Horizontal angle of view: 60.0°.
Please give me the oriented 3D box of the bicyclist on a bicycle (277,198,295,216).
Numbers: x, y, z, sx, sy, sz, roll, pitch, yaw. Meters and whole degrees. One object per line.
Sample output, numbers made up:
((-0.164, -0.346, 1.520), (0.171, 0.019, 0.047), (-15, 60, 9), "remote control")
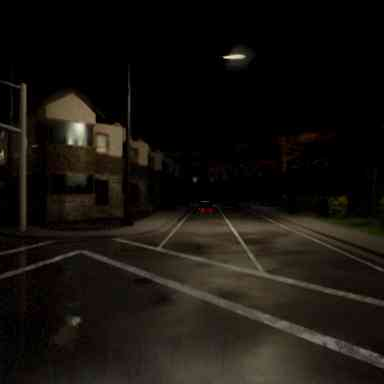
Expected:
((8.621, 1.353, 30.389), (1.656, 1.620, 0.582), (0, 0, 3), "bicyclist on a bicycle")

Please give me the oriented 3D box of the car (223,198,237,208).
((5.647, 1.630, 49.632), (2.033, 1.411, 5.357), (0, 0, 3), "car")

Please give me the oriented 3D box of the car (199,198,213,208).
((2.157, 1.577, 49.902), (2.128, 1.511, 4.902), (0, 0, 3), "car")
